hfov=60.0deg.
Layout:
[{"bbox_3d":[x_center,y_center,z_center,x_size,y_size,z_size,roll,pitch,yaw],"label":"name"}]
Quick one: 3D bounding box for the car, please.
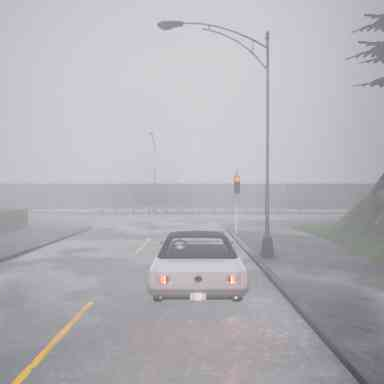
[{"bbox_3d":[0.116,1.600,8.226,1.895,1.301,4.718,0,0,0],"label":"car"}]
